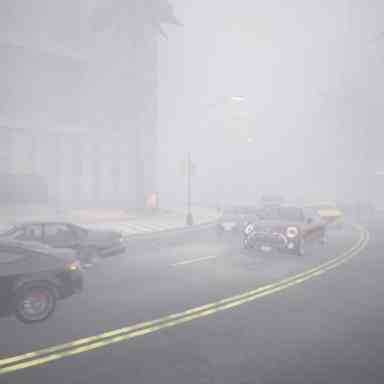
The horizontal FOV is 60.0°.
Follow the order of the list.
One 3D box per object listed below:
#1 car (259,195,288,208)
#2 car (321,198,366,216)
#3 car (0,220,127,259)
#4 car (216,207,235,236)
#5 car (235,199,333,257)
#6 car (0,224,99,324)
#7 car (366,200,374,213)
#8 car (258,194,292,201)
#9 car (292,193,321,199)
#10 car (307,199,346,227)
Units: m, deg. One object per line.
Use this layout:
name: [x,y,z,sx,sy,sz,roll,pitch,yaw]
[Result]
car: [11.901,1.335,48.684,2.097,1.767,4.553,0,0,-17]
car: [14.339,1.464,31.862,1.882,1.535,5.008,0,0,4]
car: [-4.590,1.547,9.545,5.357,1.411,2.033,0,0,-38]
car: [2.926,1.487,17.951,2.128,1.511,4.902,0,0,30]
car: [3.829,1.347,13.209,2.097,1.767,4.553,0,0,36]
car: [-4.203,1.526,5.560,4.674,1.442,1.812,0,0,-38]
car: [17.769,1.476,36.173,2.128,1.511,4.902,0,0,-2]
car: [6.880,1.212,28.544,2.150,2.045,5.566,0,0,9]
car: [16.112,1.204,47.261,2.150,2.045,5.566,0,0,-15]
car: [9.000,1.469,22.880,1.882,1.535,5.008,0,0,17]
